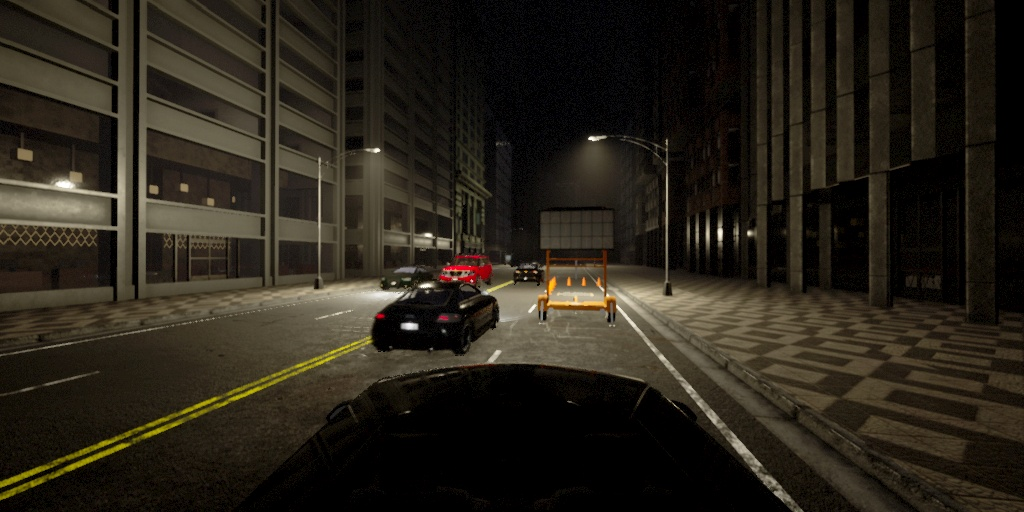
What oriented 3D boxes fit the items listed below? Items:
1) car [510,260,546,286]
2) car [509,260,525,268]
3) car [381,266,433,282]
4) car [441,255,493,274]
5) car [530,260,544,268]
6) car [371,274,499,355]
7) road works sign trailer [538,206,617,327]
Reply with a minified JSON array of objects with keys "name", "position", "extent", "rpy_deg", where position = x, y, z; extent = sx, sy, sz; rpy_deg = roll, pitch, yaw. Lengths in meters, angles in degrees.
[{"name":"car","position":[1.300,1.260,25.687],"extent":[2.128,1.511,4.902],"rpy_deg":[0,0,10]},{"name":"car","position":[0.989,1.395,63.235],"extent":[2.033,1.411,5.357],"rpy_deg":[0,0,10]},{"name":"car","position":[-6.183,1.319,21.693],"extent":[1.994,1.385,4.181],"rpy_deg":[0,0,10]},{"name":"car","position":[-2.713,0.981,22.700],"extent":[2.150,2.045,5.566],"rpy_deg":[0,0,10]},{"name":"car","position":[4.516,1.400,64.513],"extent":[2.033,1.411,5.357],"rpy_deg":[0,0,10]},{"name":"car","position":[-1.603,1.312,8.788],"extent":[1.994,1.385,4.181],"rpy_deg":[0,0,10]},{"name":"road works sign trailer","position":[2.095,0.215,11.711],"extent":[2.380,3.560,2.880],"rpy_deg":[0,0,10]}]
